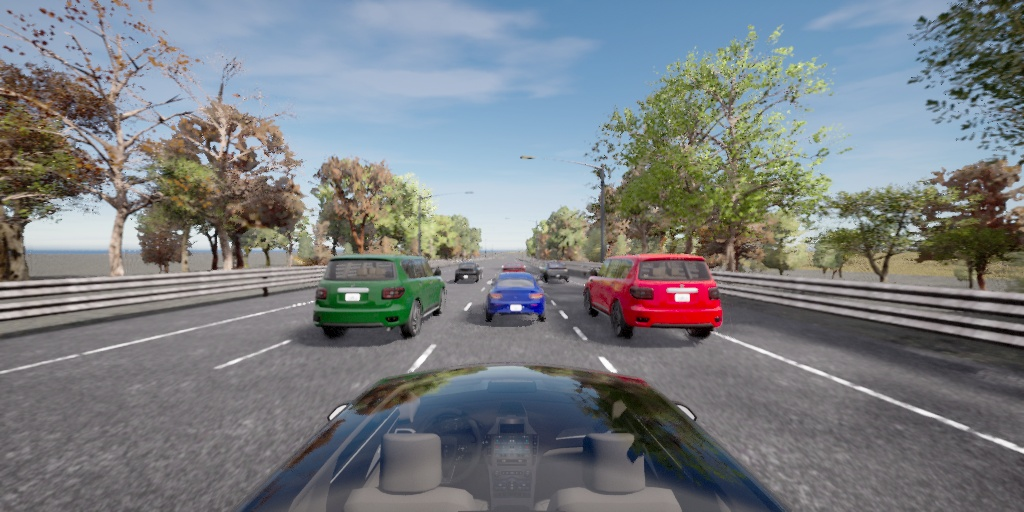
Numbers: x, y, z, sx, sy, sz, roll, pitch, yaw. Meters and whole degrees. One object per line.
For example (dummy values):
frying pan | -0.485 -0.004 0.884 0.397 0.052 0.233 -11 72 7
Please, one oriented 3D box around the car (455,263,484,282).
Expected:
car | -3.376 1.263 28.612 1.837 1.490 4.892 0 0 0

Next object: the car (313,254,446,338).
car | -3.391 0.973 10.323 2.150 2.045 5.566 0 0 0

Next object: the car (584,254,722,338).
car | 3.606 0.973 10.272 2.150 2.045 5.566 0 0 0

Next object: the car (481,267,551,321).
car | 0.110 1.278 12.288 1.812 1.442 4.674 0 0 0

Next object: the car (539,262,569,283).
car | 3.257 1.250 28.509 2.128 1.511 4.902 0 0 -2

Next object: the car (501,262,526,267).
car | 0.139 1.237 30.183 1.882 1.535 5.008 0 0 0
